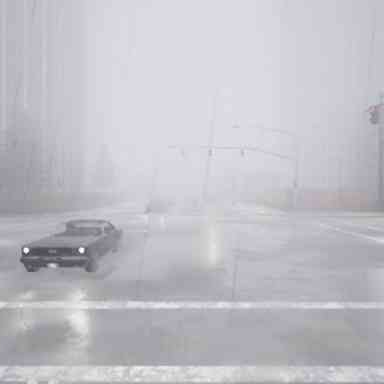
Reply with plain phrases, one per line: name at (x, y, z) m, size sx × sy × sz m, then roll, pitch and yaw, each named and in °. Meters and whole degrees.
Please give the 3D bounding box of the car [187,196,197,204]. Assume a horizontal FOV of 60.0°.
car at (0.030, 1.527, 64.985) m, size 1.994 × 1.385 × 4.181 m, roll 0°, pitch 0°, yaw 0°

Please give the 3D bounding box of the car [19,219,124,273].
car at (-3.596, 1.594, 10.809) m, size 1.895 × 1.301 × 4.718 m, roll 0°, pitch 0°, yaw 0°

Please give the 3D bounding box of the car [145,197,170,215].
car at (-3.583, 1.485, 33.522) m, size 1.837 × 1.490 × 4.892 m, roll 0°, pitch 0°, yaw 0°

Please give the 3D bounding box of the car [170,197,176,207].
car at (-3.566, 1.534, 51.160) m, size 1.994 × 1.385 × 4.181 m, roll 0°, pitch 0°, yaw 0°

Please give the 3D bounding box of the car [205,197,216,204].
car at (3.530, 1.563, 65.013) m, size 1.895 × 1.301 × 4.718 m, roll 0°, pitch 0°, yaw 0°
